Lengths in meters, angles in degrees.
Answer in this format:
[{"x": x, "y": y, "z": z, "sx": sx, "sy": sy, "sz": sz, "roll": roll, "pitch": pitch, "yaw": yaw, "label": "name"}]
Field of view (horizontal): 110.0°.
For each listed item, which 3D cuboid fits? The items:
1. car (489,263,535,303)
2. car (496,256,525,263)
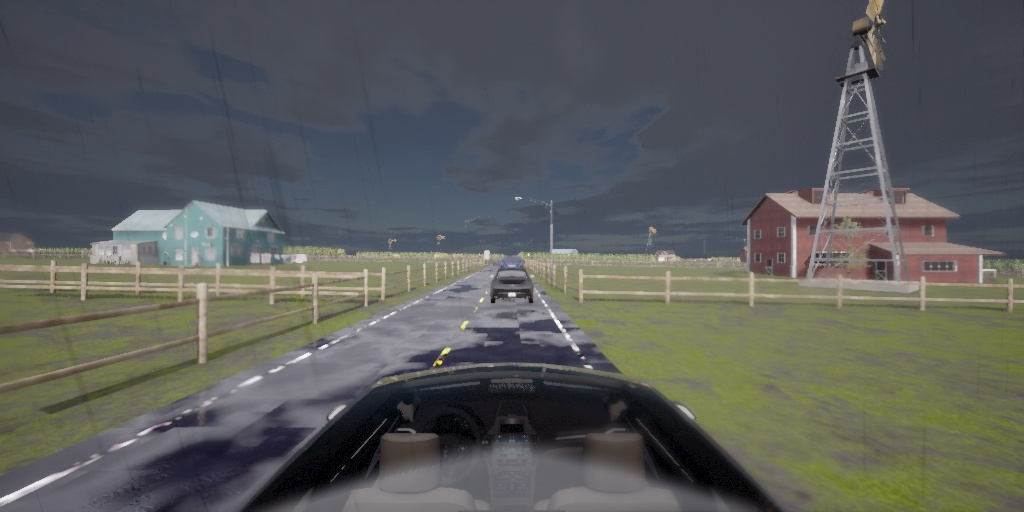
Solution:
[{"x": 0.000, "y": 1.268, "z": 16.500, "sx": 1.837, "sy": 1.490, "sz": 4.892, "roll": 0, "pitch": 0, "yaw": 0, "label": "car"}, {"x": 0.000, "y": 1.015, "z": 31.530, "sx": 2.150, "sy": 2.045, "sz": 5.566, "roll": 0, "pitch": 0, "yaw": 0, "label": "car"}]
